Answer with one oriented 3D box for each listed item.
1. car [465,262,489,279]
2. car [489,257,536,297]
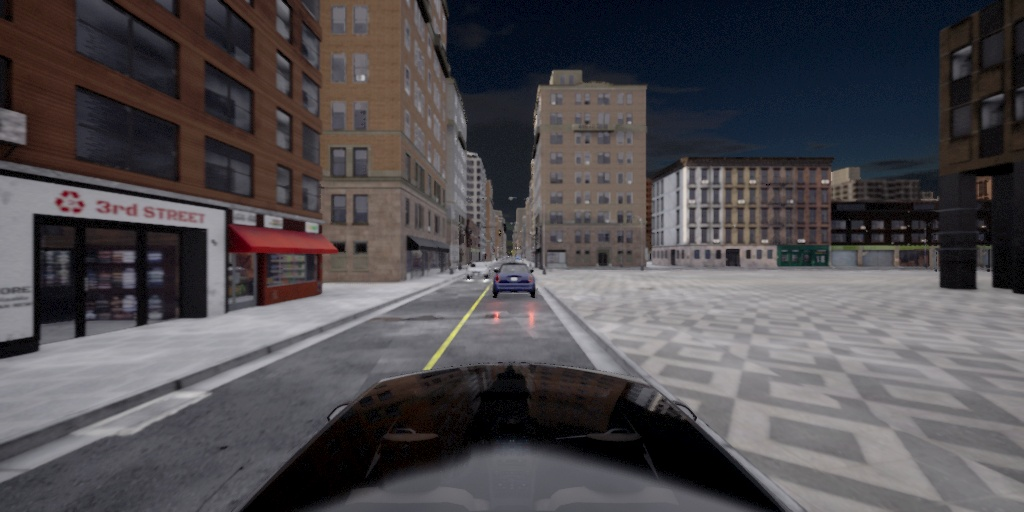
[{"bbox_3d":[-3.039,1.291,32.783,1.812,1.442,4.674,0,0,0],"label":"car"},{"bbox_3d":[0.105,1.112,19.069,2.097,1.767,4.553,0,0,0],"label":"car"}]
